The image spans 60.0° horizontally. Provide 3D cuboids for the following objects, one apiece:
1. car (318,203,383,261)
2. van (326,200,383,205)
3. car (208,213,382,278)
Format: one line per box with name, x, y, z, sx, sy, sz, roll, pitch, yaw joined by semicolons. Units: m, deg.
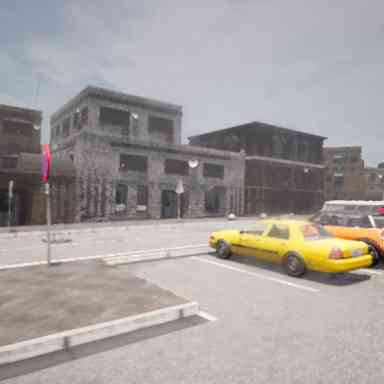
car;5.172;1.427;12.031;2.185;1.767;4.553;1;0;-35
van;7.696;1.368;13.725;1.878;1.987;4.442;1;-1;-35
car;2.670;1.521;10.512;1.946;1.575;5.366;1;0;-35
